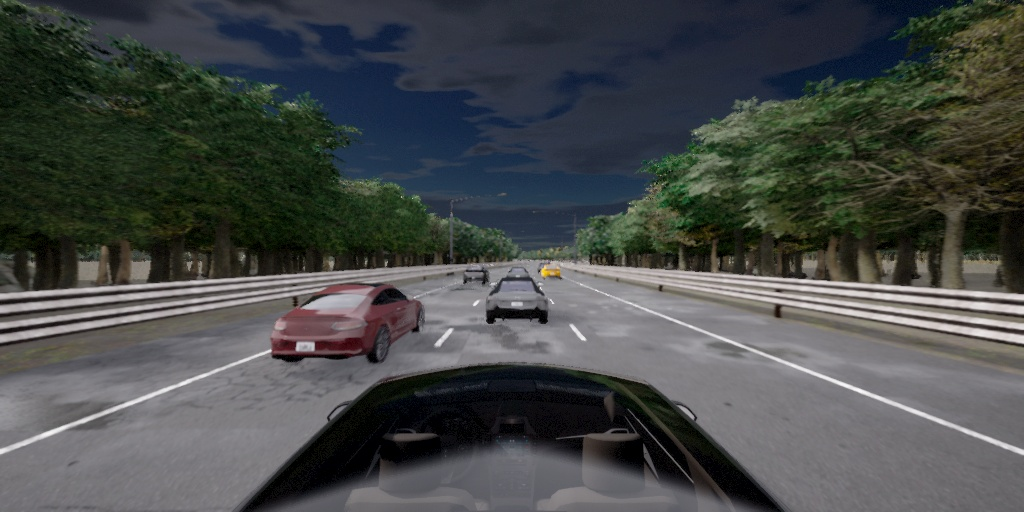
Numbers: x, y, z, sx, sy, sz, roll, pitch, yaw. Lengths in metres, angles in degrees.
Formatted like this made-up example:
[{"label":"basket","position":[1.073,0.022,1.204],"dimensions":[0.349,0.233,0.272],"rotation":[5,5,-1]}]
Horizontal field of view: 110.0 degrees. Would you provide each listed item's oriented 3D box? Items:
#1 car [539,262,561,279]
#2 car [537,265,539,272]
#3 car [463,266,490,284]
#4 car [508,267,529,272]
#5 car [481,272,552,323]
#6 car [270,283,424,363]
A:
[{"label":"car","position":[4.228,1.687,39.143],"dimensions":[1.882,1.535,5.008],"rotation":[0,-1,2]},{"label":"car","position":[5.160,2.063,58.564],"dimensions":[1.994,1.385,4.181],"rotation":[0,-1,3]},{"label":"car","position":[-2.962,1.572,30.689],"dimensions":[2.128,1.511,4.902],"rotation":[0,-1,2]},{"label":"car","position":[0.560,1.657,31.299],"dimensions":[1.994,1.385,4.181],"rotation":[0,-1,2]},{"label":"car","position":[0.174,1.428,12.729],"dimensions":[1.994,1.385,4.181],"rotation":[0,-1,1]},{"label":"car","position":[-3.370,1.337,8.177],"dimensions":[1.812,1.442,4.674],"rotation":[0,0,0]}]
